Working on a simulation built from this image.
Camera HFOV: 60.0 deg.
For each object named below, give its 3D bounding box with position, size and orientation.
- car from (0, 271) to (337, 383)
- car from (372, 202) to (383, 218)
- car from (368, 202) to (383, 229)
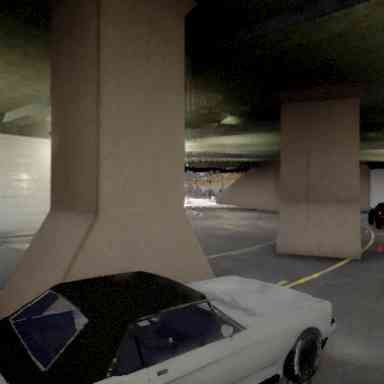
[{"bbox_3d":[-0.389,1.614,3.678,4.718,1.301,1.895,0,0,-39],"label":"car"},{"bbox_3d":[18.958,1.748,31.492,1.994,1.385,4.181,0,0,7],"label":"car"},{"bbox_3d":[13.405,1.484,22.676,2.097,1.767,4.553,0,0,21],"label":"car"}]
